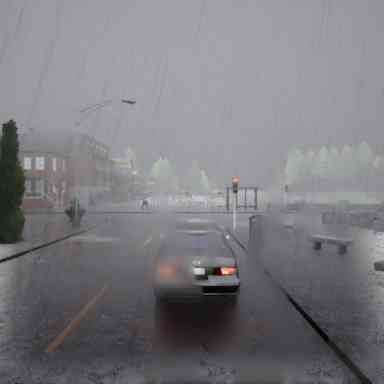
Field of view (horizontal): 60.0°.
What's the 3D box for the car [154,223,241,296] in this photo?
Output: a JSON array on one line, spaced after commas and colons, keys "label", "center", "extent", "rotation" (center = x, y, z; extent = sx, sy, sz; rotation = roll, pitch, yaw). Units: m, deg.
[{"label": "car", "center": [0.101, 1.547, 8.808], "extent": [2.033, 1.411, 5.357], "rotation": [0, 0, 0]}]
